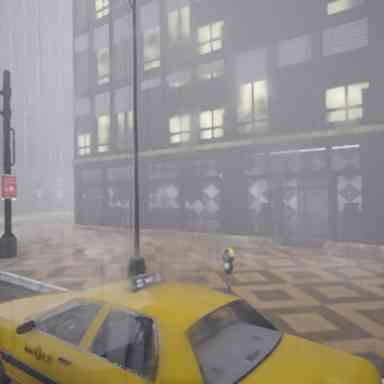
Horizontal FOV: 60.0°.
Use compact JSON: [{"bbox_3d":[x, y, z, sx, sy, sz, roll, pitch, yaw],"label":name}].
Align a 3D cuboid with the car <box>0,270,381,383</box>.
[{"bbox_3d":[-0.682,1.526,3.544,4.829,1.417,1.752,0,-1,36],"label":"car"}]
